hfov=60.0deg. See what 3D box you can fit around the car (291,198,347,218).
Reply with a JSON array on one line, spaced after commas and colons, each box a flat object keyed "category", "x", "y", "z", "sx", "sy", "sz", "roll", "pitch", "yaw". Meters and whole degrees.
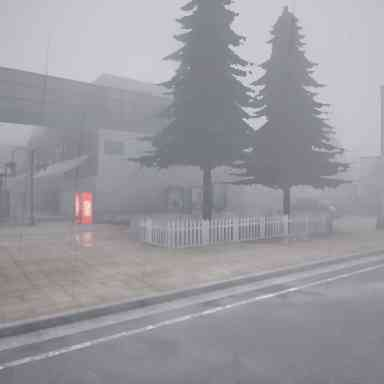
[{"category": "car", "x": 10.815, "y": 1.336, "z": 28.572, "sx": 2.097, "sy": 1.767, "sz": 4.553, "roll": 0, "pitch": 0, "yaw": -34}]
